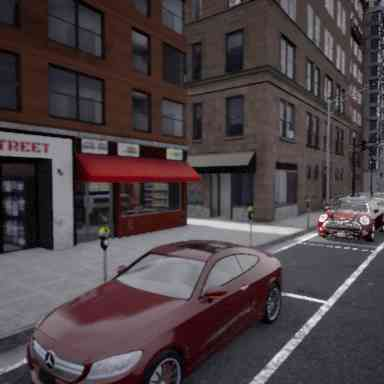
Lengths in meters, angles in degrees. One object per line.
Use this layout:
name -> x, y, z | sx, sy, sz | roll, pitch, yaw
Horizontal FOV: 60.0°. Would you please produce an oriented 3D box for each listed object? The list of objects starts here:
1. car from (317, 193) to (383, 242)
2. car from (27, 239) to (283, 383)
car -> 6.550, 0.954, 13.532 | 1.967, 1.590, 4.097 | 1, 2, 37
car -> -0.066, 1.410, 4.707 | 1.802, 1.307, 4.206 | 1, 2, 37
